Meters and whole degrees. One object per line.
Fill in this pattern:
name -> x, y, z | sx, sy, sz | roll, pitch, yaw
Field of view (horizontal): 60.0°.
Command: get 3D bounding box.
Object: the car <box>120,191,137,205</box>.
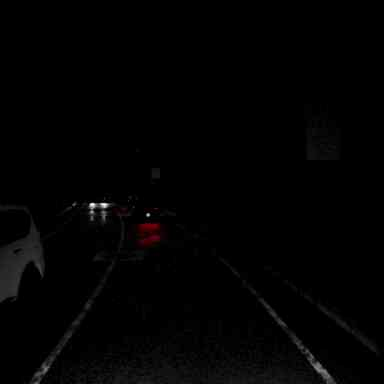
car -> -7.927, 0.703, 41.748 | 2.097, 1.767, 4.553 | 1, 1, -15

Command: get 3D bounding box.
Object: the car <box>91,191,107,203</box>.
car -> -12.608, 0.694, 44.949 | 1.837, 1.490, 4.892 | 1, 1, -15

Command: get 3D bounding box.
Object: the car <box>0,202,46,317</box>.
car -> -3.867, 1.218, 4.461 | 2.150, 2.045, 5.566 | 0, 0, -4

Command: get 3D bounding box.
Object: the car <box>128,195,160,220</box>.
car -> -3.540, 1.252, 25.020 | 1.837, 1.490, 4.892 | 1, 1, -13
